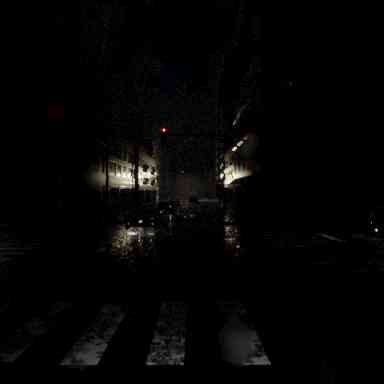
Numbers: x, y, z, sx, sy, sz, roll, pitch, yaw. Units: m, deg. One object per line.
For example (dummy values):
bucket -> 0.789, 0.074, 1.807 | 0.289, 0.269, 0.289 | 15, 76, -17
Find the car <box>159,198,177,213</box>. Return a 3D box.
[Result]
car -> -2.983, 1.613, 37.065 | 1.895, 1.301, 4.718 | 0, 0, 0

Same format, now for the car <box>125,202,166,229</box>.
car -> -3.033, 1.564, 21.608 | 1.994, 1.385, 4.181 | 0, 0, 0

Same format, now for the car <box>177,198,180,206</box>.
car -> -2.916, 1.635, 53.460 | 1.895, 1.301, 4.718 | 0, 0, 0

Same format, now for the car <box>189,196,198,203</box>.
car -> 0.297, 1.546, 71.084 | 1.882, 1.535, 5.008 | 0, 0, 0

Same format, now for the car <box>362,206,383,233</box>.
car -> 11.369, 1.383, 15.707 | 5.357, 1.411, 2.033 | -1, 0, 0
